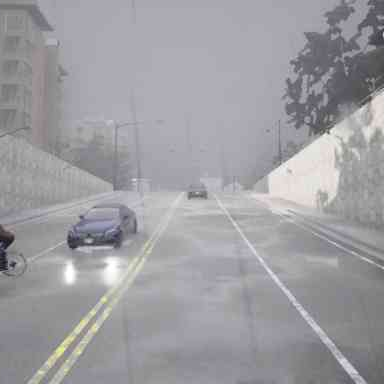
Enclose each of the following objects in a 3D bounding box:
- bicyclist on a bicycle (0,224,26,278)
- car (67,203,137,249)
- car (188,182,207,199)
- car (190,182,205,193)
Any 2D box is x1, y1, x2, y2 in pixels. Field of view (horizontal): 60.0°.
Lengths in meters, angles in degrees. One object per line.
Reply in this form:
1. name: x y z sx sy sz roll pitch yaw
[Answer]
1. bicyclist on a bicycle: -5.084 1.421 8.538 1.656 1.620 0.582 -2 0 1
2. car: -3.439 1.245 13.556 1.812 1.442 4.674 0 4 1
3. car: 0.563 -0.081 34.271 1.994 1.385 4.181 0 4 1
4. car: 0.712 -0.639 44.311 1.895 1.301 4.718 0 2 1
